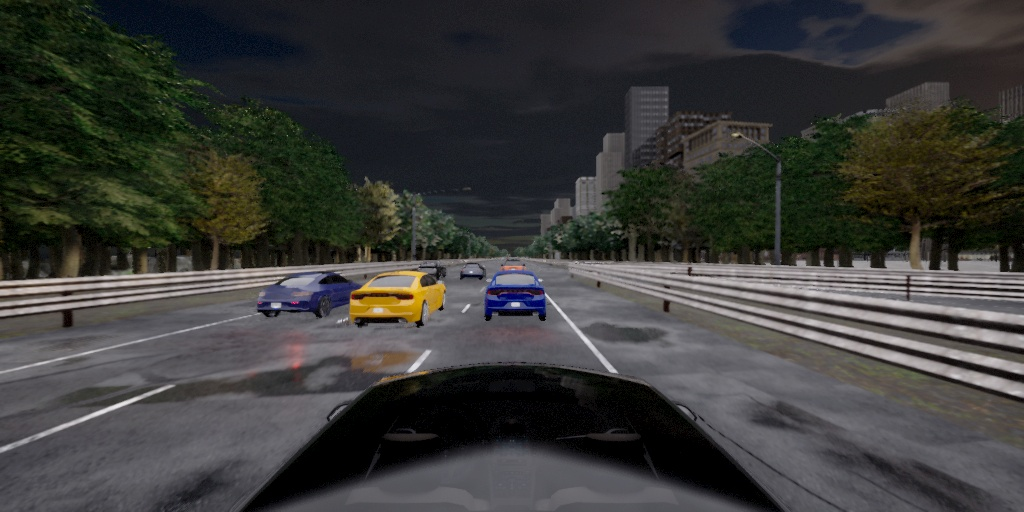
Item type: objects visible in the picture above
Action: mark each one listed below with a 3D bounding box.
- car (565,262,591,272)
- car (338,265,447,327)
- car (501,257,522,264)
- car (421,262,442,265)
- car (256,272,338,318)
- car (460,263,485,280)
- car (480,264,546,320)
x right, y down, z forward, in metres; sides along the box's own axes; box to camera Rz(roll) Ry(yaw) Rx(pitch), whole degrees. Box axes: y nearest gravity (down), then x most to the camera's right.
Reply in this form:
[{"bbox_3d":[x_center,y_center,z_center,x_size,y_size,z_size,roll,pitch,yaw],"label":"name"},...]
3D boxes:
[{"bbox_3d":[8.295,1.410,43.581,1.895,1.301,4.718,0,0,-20],"label":"car"},{"bbox_3d":[-3.401,1.228,11.589,1.882,1.535,5.008,0,0,0],"label":"car"},{"bbox_3d":[0.098,1.108,30.990,2.097,1.767,4.553,0,0,0],"label":"car"},{"bbox_3d":[-6.905,1.248,31.177,2.128,1.511,4.902,0,0,0],"label":"car"},{"bbox_3d":[-6.904,1.276,12.798,1.812,1.442,4.674,0,0,0],"label":"car"},{"bbox_3d":[-3.402,1.321,31.888,1.994,1.385,4.181,0,0,0],"label":"car"},{"bbox_3d":[0.100,1.228,12.677,1.882,1.535,5.008,0,0,0],"label":"car"}]
